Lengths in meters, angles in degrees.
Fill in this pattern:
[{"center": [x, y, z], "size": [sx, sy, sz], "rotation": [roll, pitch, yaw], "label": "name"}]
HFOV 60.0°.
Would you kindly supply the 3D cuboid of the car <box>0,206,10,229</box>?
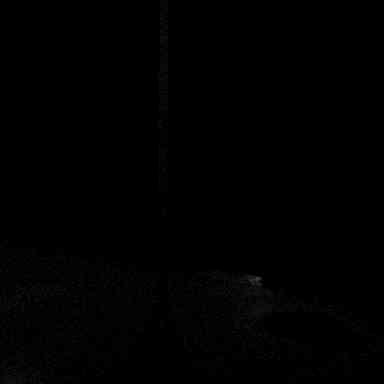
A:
[{"center": [-9.445, 1.590, 20.578], "size": [2.008, 1.369, 4.403], "rotation": [0, -1, 36], "label": "car"}]
